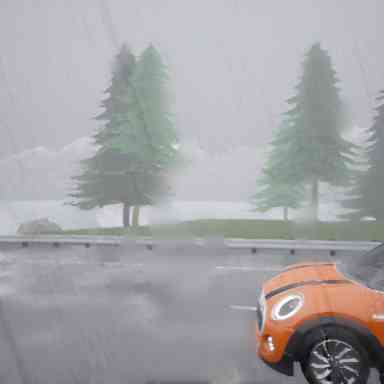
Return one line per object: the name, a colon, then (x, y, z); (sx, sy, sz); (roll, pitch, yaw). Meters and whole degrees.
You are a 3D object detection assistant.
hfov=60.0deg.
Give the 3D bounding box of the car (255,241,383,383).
car: (3.138, 1.358, 4.328); (4.553, 1.767, 2.097); (0, 0, 12)
